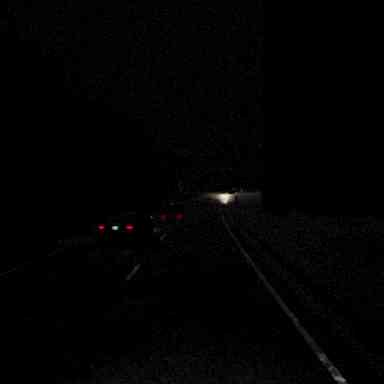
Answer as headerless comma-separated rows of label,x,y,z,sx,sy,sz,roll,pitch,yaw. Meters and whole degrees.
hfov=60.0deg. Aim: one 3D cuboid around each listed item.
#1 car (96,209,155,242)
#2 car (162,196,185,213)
car,-3.078,1.535,16.229,2.033,1.411,5.357,0,0,2
car,-1.939,1.248,36.478,2.097,1.767,4.553,0,1,4
